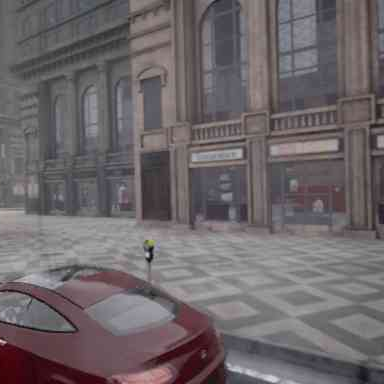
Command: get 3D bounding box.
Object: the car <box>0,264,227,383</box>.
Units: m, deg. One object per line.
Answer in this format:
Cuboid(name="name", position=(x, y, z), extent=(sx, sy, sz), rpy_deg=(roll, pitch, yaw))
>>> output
Cuboid(name="car", position=(-1.633, 1.573, 3.992), extent=(4.206, 1.307, 1.802), rpy_deg=(-1, 0, 31))
